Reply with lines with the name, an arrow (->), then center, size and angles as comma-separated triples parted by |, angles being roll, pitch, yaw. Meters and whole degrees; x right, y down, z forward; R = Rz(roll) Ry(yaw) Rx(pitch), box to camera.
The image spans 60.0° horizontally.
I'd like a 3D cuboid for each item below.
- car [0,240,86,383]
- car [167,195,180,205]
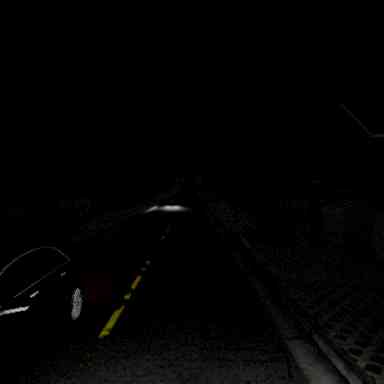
car -> -2.849, 1.493, 4.240 | 1.837, 1.490, 4.892 | 0, 0, 0
car -> -2.758, 1.176, 49.778 | 2.128, 1.511, 4.902 | 0, 1, 0
